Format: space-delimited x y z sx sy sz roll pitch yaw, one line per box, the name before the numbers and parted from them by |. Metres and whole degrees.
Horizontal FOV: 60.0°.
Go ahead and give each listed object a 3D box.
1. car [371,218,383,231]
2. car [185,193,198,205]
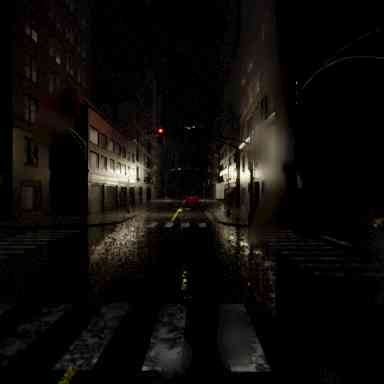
car | 12.383 1.514 18.053 4.829 1.417 1.752 0 0 0
car | -0.028 1.184 58.694 2.150 2.045 5.566 0 0 0
